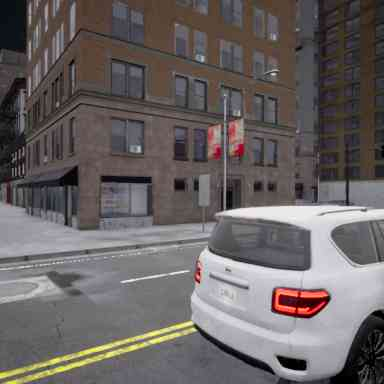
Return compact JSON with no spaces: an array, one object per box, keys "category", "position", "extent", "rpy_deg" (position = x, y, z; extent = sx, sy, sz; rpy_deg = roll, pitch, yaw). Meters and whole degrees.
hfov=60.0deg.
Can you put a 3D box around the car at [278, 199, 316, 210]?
[{"category":"car","position":[13.665,1.581,43.341],"extent":[2.008,1.369,4.403],"rpy_deg":[0,0,-35]}]

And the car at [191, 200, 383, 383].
[{"category":"car","position":[2.598,1.222,5.282],"extent":[5.566,2.045,2.150],"rpy_deg":[0,0,-35]}]

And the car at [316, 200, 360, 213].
[{"category":"car","position":[16.917,1.596,38.706],"extent":[1.947,1.339,4.313],"rpy_deg":[0,0,-35]}]
